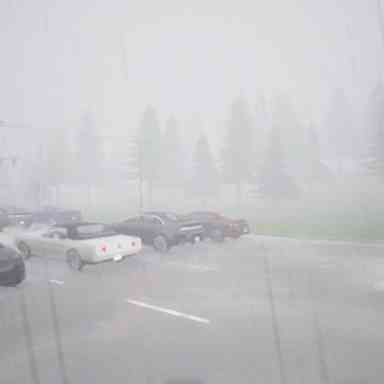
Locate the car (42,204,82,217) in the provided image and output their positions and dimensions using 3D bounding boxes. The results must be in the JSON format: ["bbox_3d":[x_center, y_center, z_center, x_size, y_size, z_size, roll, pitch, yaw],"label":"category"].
[{"bbox_3d":[-10.095,1.650,24.200,5.008,1.535,1.882,0,0,36],"label":"car"}]

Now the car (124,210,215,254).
[{"bbox_3d":[-1.777,1.567,13.901,4.902,1.511,2.128,-1,0,36],"label":"car"}]

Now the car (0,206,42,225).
[{"bbox_3d":[-12.162,1.664,21.374,4.902,1.511,2.128,0,0,36],"label":"car"}]

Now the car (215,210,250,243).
[{"bbox_3d":[0.568,1.600,16.526,4.674,1.442,1.812,-1,0,36],"label":"car"}]

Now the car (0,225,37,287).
[{"bbox_3d":[-6.030,1.637,8.329,4.181,1.385,1.994,-1,0,36],"label":"car"}]

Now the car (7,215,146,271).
[{"bbox_3d":[-4.013,1.676,11.197,4.718,1.301,1.895,-1,0,36],"label":"car"}]
